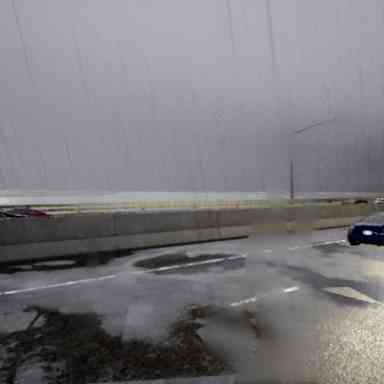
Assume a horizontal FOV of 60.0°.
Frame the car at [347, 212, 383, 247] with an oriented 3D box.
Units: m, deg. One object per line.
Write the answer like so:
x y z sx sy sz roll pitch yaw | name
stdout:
8.416 1.542 13.988 4.181 1.385 1.994 0 0 -35 | car

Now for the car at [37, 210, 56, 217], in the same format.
-9.782 1.556 18.501 4.181 1.385 1.994 0 0 -35 | car

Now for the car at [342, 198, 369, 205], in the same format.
22.255 1.495 45.183 4.181 1.385 1.994 0 0 -34 | car

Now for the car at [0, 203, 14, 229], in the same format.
-13.624 1.485 20.063 4.902 1.511 2.128 0 0 -35 | car

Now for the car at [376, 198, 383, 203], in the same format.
25.631 1.453 43.249 4.674 1.442 1.812 0 0 -34 | car

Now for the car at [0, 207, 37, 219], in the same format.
-9.651 1.487 14.298 4.902 1.511 2.128 0 0 -35 | car
